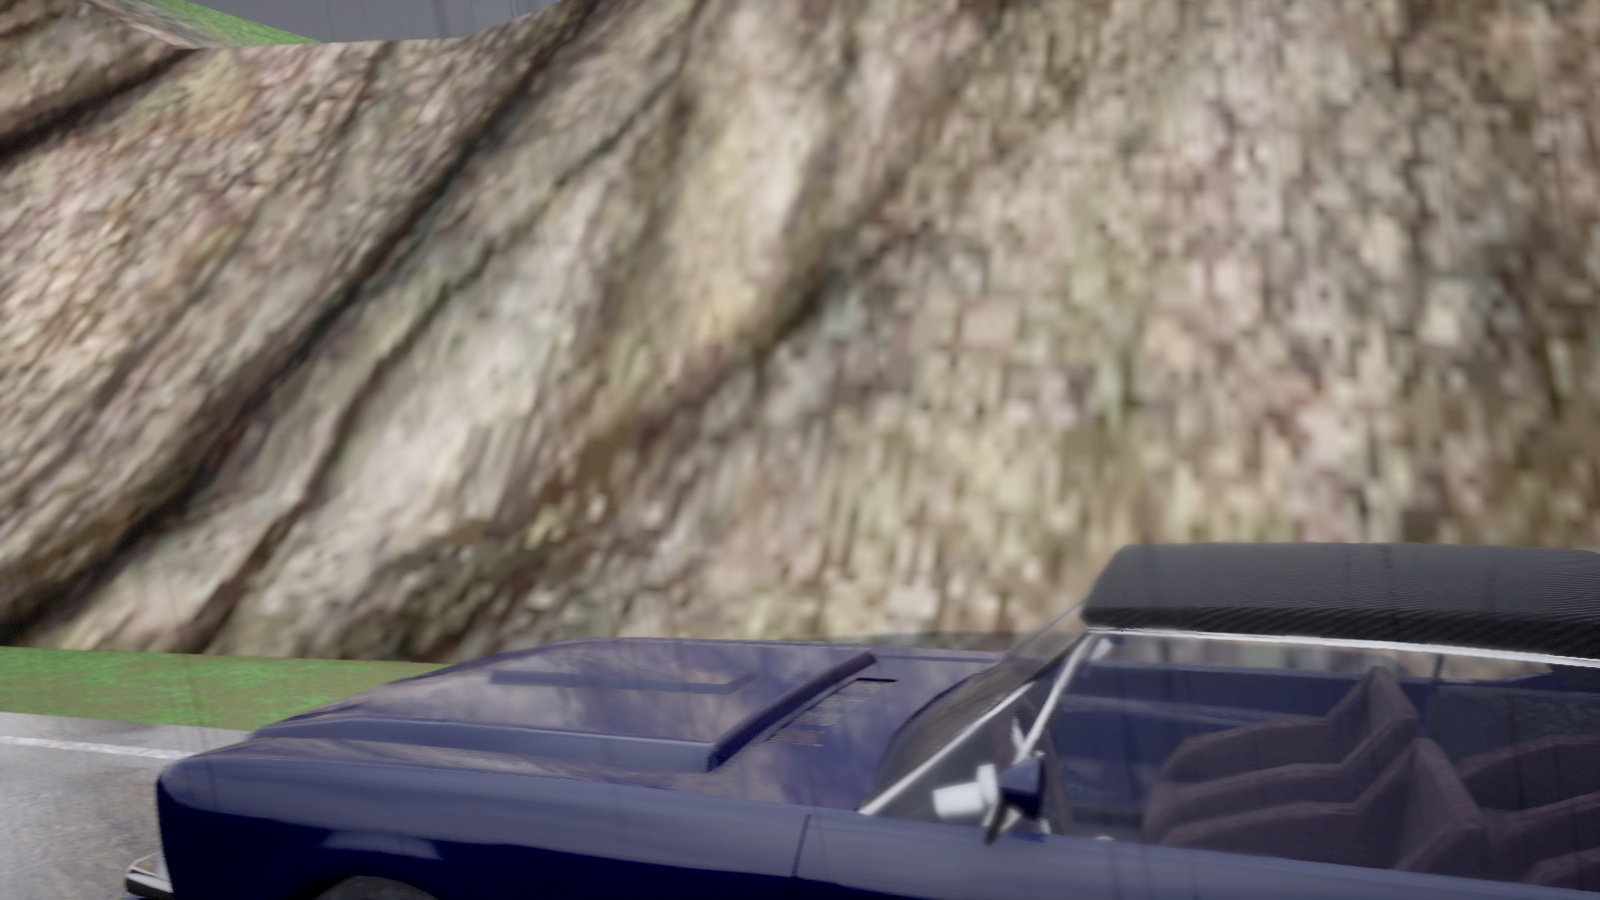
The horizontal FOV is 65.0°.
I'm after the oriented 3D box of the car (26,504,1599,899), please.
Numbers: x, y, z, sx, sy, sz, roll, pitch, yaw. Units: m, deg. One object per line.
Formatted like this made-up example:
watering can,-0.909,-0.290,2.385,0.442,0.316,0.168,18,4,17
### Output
car,0.821,0.883,2.926,4.718,1.301,1.895,1,1,19
